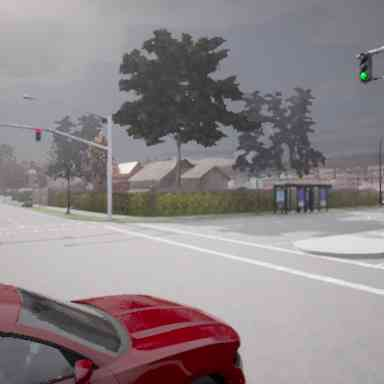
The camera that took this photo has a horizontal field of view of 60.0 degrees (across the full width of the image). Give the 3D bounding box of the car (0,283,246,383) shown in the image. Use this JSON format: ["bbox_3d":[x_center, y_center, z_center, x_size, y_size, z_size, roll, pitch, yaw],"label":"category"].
[{"bbox_3d":[-1.786,1.478,2.472,5.008,1.535,1.882,0,0,-35],"label":"car"}]
